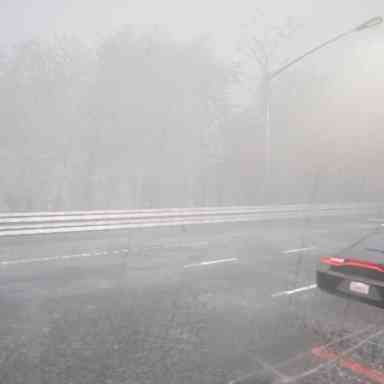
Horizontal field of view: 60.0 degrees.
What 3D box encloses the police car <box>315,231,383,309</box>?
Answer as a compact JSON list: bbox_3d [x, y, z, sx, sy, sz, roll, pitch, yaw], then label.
[{"bbox_3d":[4.995,1.523,7.267,4.974,1.542,2.038,0,0,-34],"label":"police car"}]
